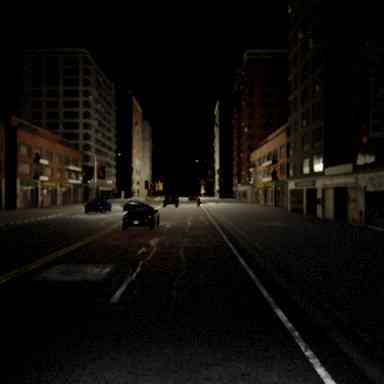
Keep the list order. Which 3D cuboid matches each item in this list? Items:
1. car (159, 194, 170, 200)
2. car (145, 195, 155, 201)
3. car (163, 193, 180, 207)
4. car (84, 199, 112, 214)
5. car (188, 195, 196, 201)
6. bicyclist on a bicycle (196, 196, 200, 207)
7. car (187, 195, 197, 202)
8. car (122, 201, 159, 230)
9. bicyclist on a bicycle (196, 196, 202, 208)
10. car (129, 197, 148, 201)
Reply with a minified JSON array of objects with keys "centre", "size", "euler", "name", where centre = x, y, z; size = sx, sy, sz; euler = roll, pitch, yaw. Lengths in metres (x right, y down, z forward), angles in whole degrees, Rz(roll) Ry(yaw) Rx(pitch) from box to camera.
[{"centre":[-6.472,1.151,78.688],"size":[2.128,1.511,4.902],"euler":[0,0,0],"name":"car"},{"centre":[-9.723,1.330,76.497],"size":[1.882,1.535,5.008],"euler":[0,0,0],"name":"car"},{"centre":[-3.131,1.226,50.885],"size":[2.150,2.045,5.566],"euler":[0,0,0],"name":"car"},{"centre":[-9.827,1.480,35.097],"size":[1.882,1.535,5.008],"euler":[0,0,0],"name":"car"},{"centre":[0.030,1.531,84.536],"size":[1.812,1.442,4.674],"euler":[0,0,0],"name":"car"},{"centre":[0.912,1.458,51.852],"size":[0.582,1.620,1.656],"euler":[0,0,0],"name":"bicyclist on a bicycle"},{"centre":[0.026,1.535,74.062],"size":[2.128,1.511,4.902],"euler":[0,0,0],"name":"car"},{"centre":[-3.143,1.527,21.006],"size":[1.812,1.442,4.674],"euler":[0,0,0],"name":"car"},{"centre":[0.913,1.440,43.131],"size":[0.866,1.612,1.509],"euler":[0,0,0],"name":"bicyclist on a bicycle"},{"centre":[-6.572,1.567,37.718],"size":[1.994,1.385,4.181],"euler":[0,0,0],"name":"car"}]
